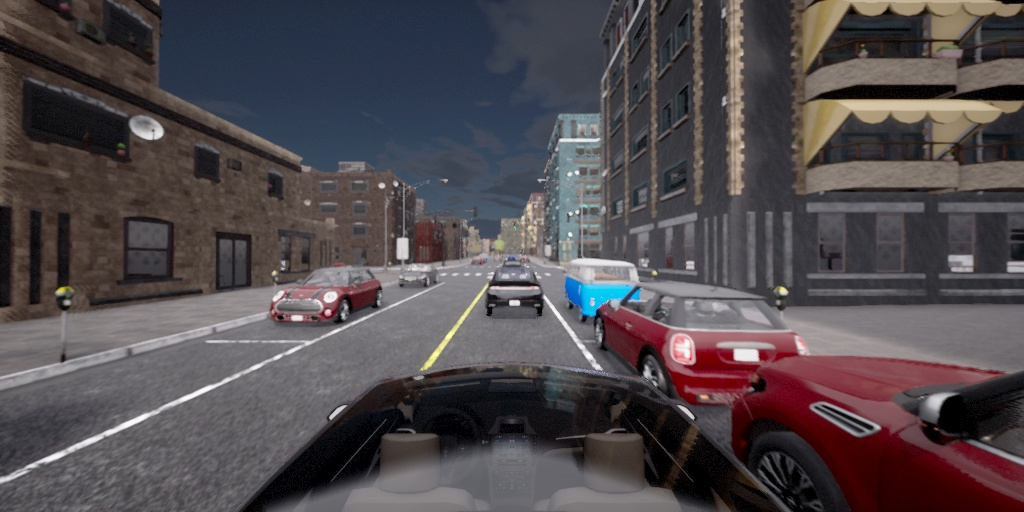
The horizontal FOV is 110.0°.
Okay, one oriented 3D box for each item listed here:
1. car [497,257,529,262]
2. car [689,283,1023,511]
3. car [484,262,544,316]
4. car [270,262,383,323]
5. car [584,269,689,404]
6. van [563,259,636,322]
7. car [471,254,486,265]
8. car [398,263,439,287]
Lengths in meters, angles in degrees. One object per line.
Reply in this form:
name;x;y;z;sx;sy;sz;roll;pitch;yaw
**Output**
car;0.070;1.020;26.952;1.837;1.490;4.892;0;1;0
car;2.693;1.074;0.682;2.192;1.841;5.009;0;0;0
car;0.085;1.137;12.894;2.128;1.511;4.902;0;1;0
car;-5.701;1.098;11.494;1.967;1.591;4.097;0;0;0
car;2.686;1.149;6.089;1.967;1.591;4.097;0;0;0
van;2.680;0.999;11.496;1.690;1.789;3.998;0;0;0
car;-5.836;0.747;60.261;1.888;1.381;4.507;0;0;0
car;-5.714;1.108;22.307;2.007;1.370;4.403;0;0;0
